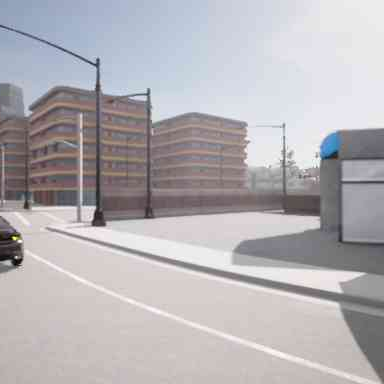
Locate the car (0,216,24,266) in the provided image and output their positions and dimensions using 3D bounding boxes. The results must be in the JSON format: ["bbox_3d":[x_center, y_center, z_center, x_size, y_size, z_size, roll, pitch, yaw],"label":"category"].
[{"bbox_3d":[-6.886,1.519,10.723,1.837,1.490,4.892,0,-1,-41],"label":"car"}]
